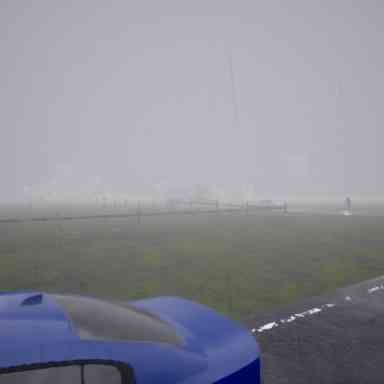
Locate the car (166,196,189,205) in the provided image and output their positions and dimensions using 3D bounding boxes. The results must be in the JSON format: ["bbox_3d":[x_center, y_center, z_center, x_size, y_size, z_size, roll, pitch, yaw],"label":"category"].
[{"bbox_3d":[-2.070,1.563,60.783,2.128,1.511,4.902,0,0,-35],"label":"car"}]

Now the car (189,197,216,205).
[{"bbox_3d":[2.197,1.598,59.577,2.033,1.411,5.357,0,0,-34],"label":"car"}]

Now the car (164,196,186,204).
[{"bbox_3d":[-3.505,1.578,67.655,2.128,1.511,4.902,0,0,-35],"label":"car"}]

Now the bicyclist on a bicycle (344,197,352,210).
[{"bbox_3d":[19.093,1.422,40.724,1.656,1.620,0.582,0,0,-35],"label":"bicyclist on a bicycle"}]

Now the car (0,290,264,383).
[{"bbox_3d":[-1.768,1.479,1.811,5.008,1.535,1.882,0,0,-35],"label":"car"}]

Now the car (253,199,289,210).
[{"bbox_3d":[10.216,1.604,43.011,1.895,1.301,4.718,0,0,-35],"label":"car"}]
